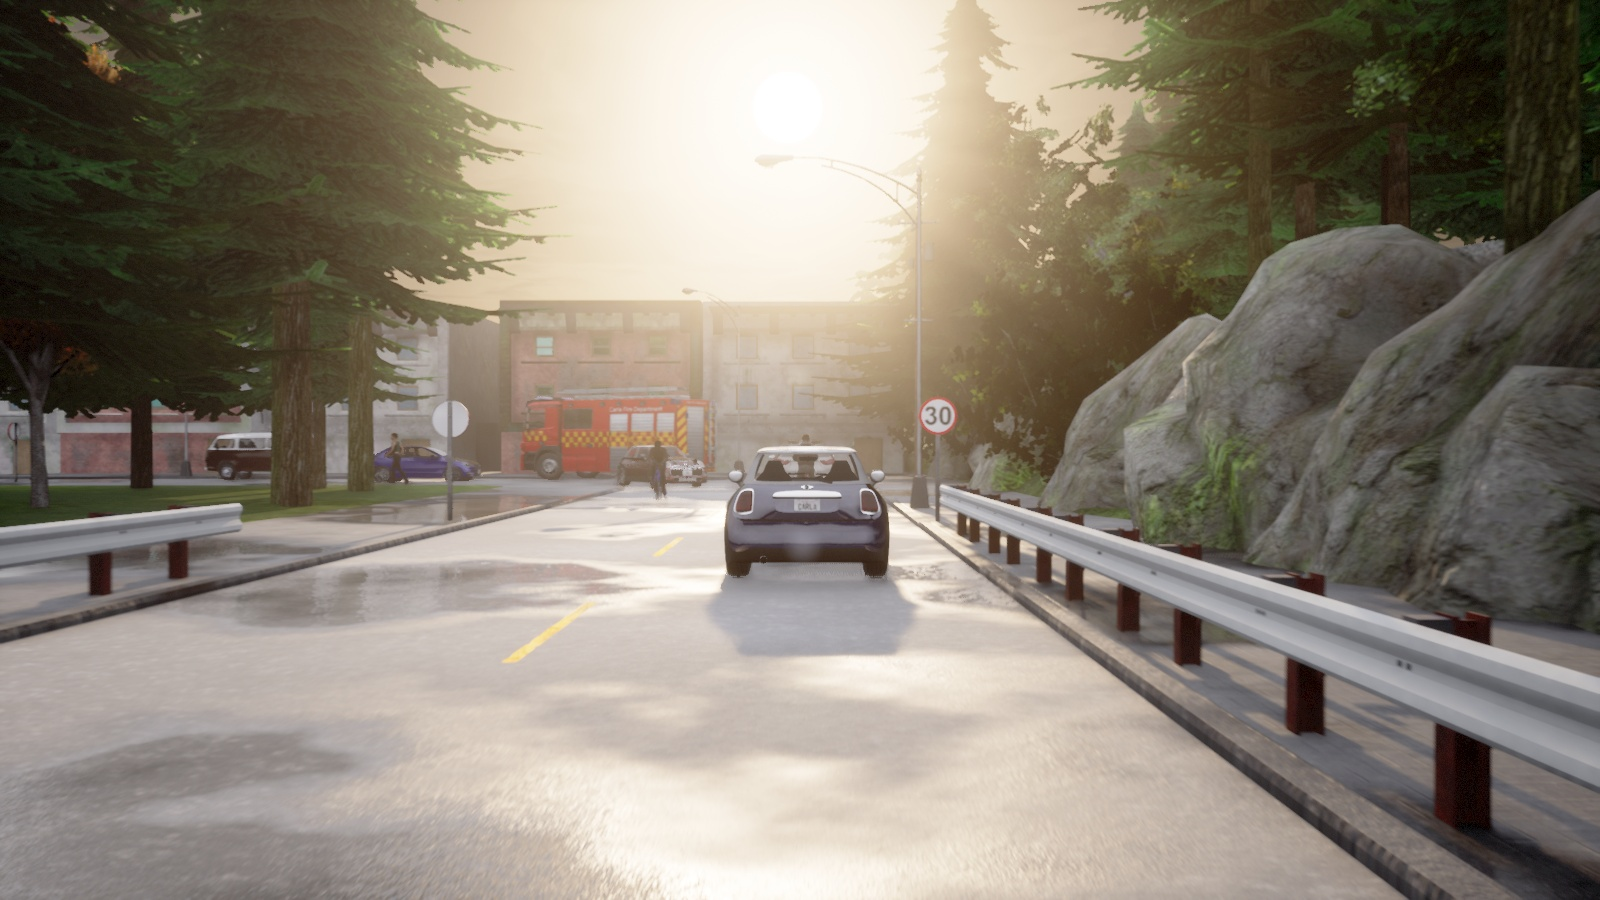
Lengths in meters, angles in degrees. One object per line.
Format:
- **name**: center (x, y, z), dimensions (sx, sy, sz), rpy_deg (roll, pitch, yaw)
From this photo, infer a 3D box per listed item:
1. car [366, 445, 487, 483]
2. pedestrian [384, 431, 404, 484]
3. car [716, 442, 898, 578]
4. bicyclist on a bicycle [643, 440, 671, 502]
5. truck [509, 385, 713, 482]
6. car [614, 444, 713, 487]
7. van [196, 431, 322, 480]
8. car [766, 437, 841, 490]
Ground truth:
- **car**: center (-14.634, 0.532, 49.306), dimensions (4.193, 1.474, 1.816), rpy_deg (0, 0, 1)
- **pedestrian**: center (-14.211, 0.252, 43.980), dimensions (0.594, 1.836, 0.345), rpy_deg (0, 0, 1)
- **car**: center (0.083, 0.644, 15.553), dimensions (1.970, 1.475, 3.806), rpy_deg (0, 0, 0)
- **bicyclist on a bicycle**: center (-3.865, 0.547, 34.073), dimensions (0.582, 1.620, 1.656), rpy_deg (0, 1, 0)
- **truck**: center (-8.011, -0.655, 52.763), dimensions (8.468, 3.827, 2.891), rpy_deg (0, 0, 30)
- **car**: center (-4.905, 0.513, 44.673), dimensions (1.970, 1.475, 3.806), rpy_deg (0, 0, -34)
- **van**: center (-22.940, 0.217, 53.390), dimensions (4.480, 2.038, 2.069), rpy_deg (0, 0, 1)
- **car**: center (0.060, 0.409, 41.753), dimensions (2.242, 1.667, 4.611), rpy_deg (0, 0, -3)
